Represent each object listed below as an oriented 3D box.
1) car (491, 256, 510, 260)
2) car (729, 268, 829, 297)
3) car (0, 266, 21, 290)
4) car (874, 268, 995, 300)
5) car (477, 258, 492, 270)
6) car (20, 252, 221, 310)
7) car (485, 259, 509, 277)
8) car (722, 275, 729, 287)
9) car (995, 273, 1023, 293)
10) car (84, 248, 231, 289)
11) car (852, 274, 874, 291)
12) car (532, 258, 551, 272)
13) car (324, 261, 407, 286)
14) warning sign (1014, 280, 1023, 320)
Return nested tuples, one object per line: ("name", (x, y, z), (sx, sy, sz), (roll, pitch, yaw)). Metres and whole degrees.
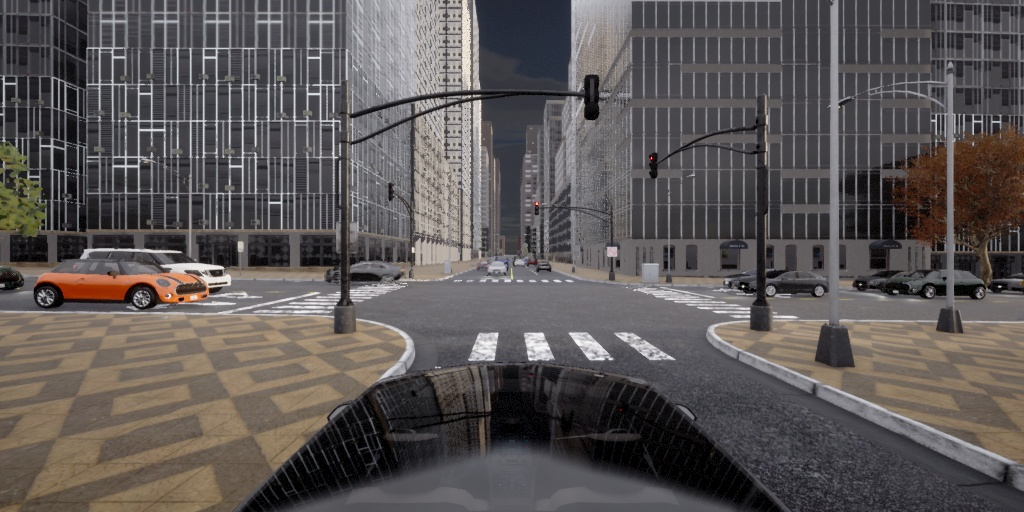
("car", (-1.539, 0.984, 53.380), (2.150, 2.045, 5.566), (0, 0, 0))
("car", (15.808, 1.564, 20.930), (4.892, 1.490, 1.837), (1, 0, -4))
("car", (-24.623, 0.675, 15.615), (4.553, 1.767, 2.097), (1, 0, -3))
("car", (24.979, 1.576, 21.337), (4.553, 1.767, 2.097), (1, 0, -3))
("car", (-4.001, 1.343, 50.833), (1.802, 1.307, 4.207), (0, 0, 0))
("car", (-13.727, 0.876, 12.856), (4.553, 1.767, 2.097), (1, 0, -3))
("car", (-1.481, 1.293, 36.545), (1.812, 1.442, 4.674), (0, 0, 0))
("car", (16.897, 1.569, 24.223), (4.902, 1.511, 2.128), (1, 0, -3))
("car", (36.439, 1.933, 25.108), (4.892, 1.490, 1.837), (1, 0, -2))
("car", (-15.928, 0.704, 16.009), (5.566, 2.045, 2.150), (1, 0, -3))
("car", (26.281, 1.751, 24.651), (4.892, 1.490, 1.837), (1, 0, -3))
("car", (3.949, 1.329, 45.336), (1.948, 1.339, 4.313), (0, 0, 0))
("car", (-9.337, 1.087, 23.097), (4.902, 1.511, 2.128), (1, 0, -10))
("warning sign", (17.279, 1.204, 11.527), (1.060, 1.860, 1.300), (0, 0, -3))
